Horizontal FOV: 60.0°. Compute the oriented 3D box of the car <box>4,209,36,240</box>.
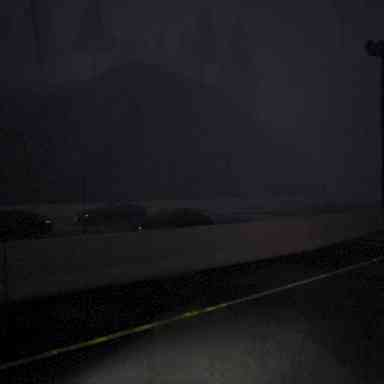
[{"bbox_3d":[-8.813,1.518,14.986,4.674,1.442,1.812,-1,0,-36],"label":"car"}]

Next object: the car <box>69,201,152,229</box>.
[{"bbox_3d":[-5.297,1.431,22.067,4.902,1.511,2.128,-1,0,-39],"label":"car"}]

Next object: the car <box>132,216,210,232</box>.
[{"bbox_3d":[-0.857,1.498,16.666,4.181,1.385,1.994,-1,0,-38],"label":"car"}]
